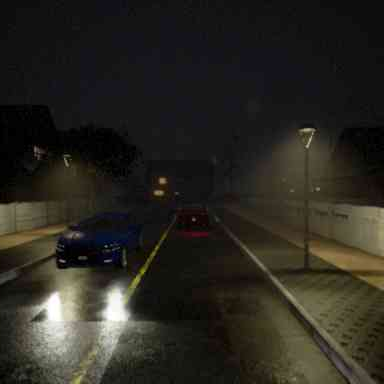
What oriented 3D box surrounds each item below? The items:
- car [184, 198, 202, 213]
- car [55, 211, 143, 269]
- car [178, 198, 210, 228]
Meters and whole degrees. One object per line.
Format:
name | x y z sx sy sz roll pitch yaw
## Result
car | 0.100 1.404 36.896 1.837 1.490 4.892 0 0 0
car | -2.849 1.434 11.164 1.882 1.535 5.008 0 0 0
car | 0.105 1.404 21.503 1.882 1.535 5.008 0 0 0
